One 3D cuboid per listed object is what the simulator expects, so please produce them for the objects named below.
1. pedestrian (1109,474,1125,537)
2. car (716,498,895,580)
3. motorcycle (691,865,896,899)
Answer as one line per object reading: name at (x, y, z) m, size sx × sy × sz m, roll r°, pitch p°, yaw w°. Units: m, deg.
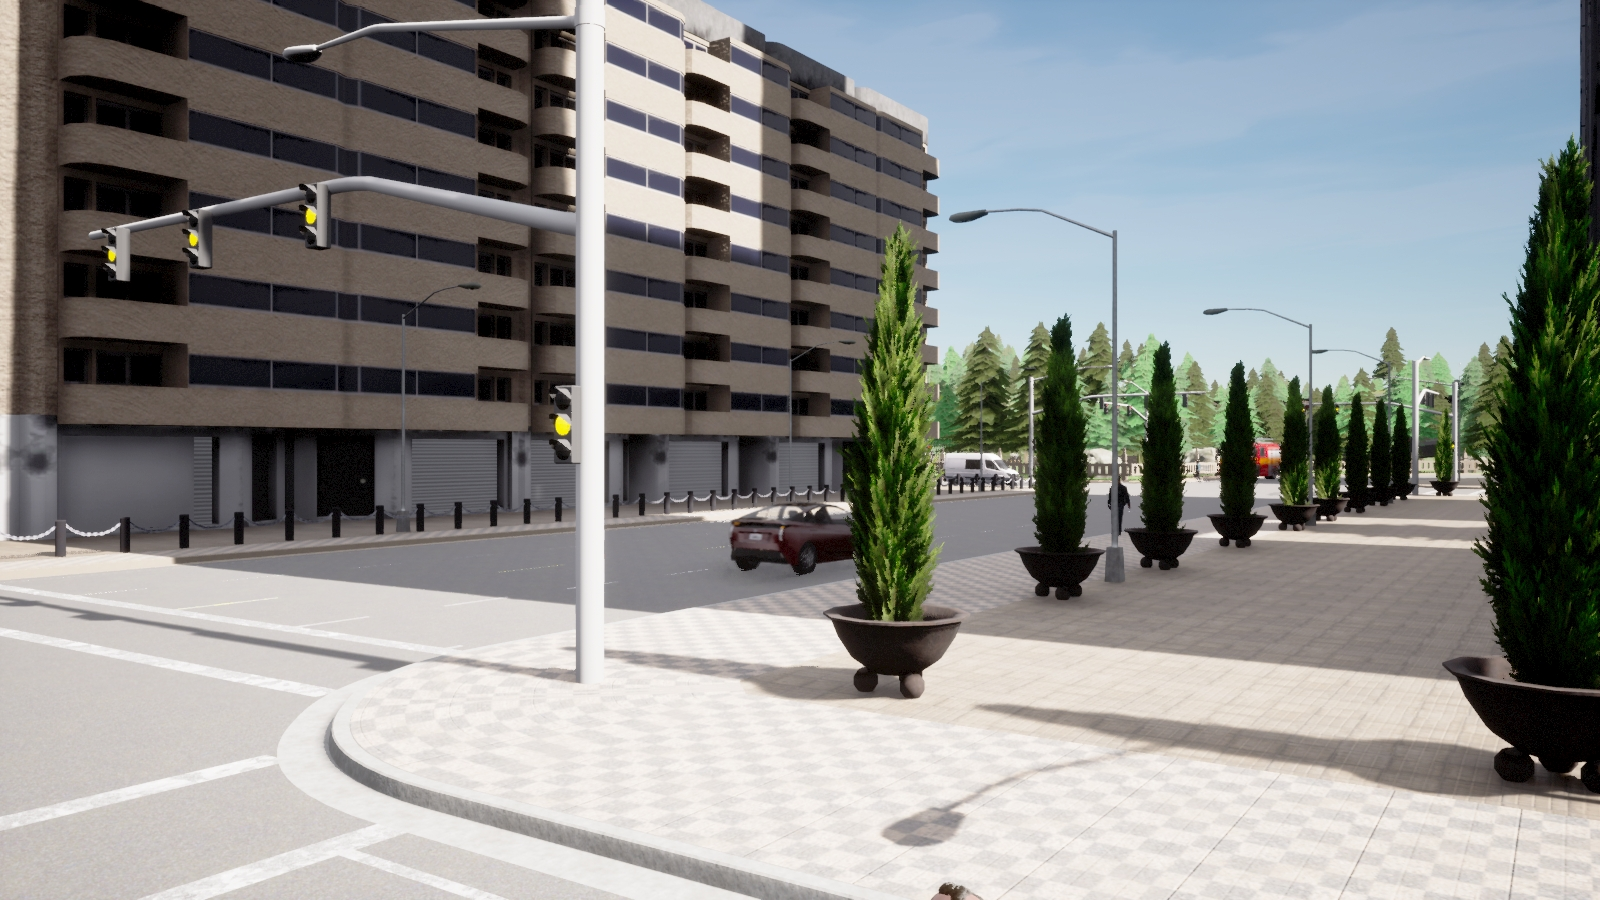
pedestrian at (9.377, 1.639, 33.806) m, size 0.375 × 1.860 × 0.375 m, roll 0°, pitch 0°, yaw 28°
car at (0.231, 1.984, 26.602) m, size 2.007 × 1.525 × 4.514 m, roll 0°, pitch 0°, yaw 34°
motorcycle at (0.516, 2.205, 3.364) m, size 2.209 × 1.251 × 0.867 m, roll 0°, pitch 0°, yaw 34°
